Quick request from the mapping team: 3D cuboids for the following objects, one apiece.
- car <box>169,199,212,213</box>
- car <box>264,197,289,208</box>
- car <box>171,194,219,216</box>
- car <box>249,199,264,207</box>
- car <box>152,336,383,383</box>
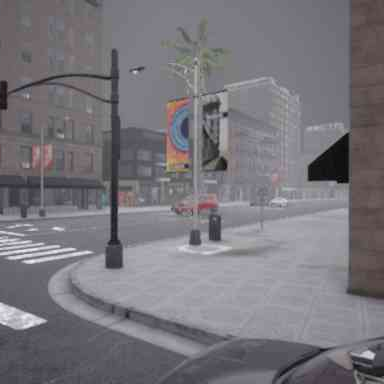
[{"bbox_3d":[-0.066,1.522,37.384,2.033,1.411,5.357,0,0,35],"label":"car"},{"bbox_3d":[13.108,1.561,50.245,1.812,1.442,4.674,0,0,35],"label":"car"},{"bbox_3d":[0.527,1.203,32.588,2.150,2.045,5.566,0,0,35],"label":"car"},{"bbox_3d":[10.756,1.582,52.541,1.837,1.490,4.892,0,0,35],"label":"car"},{"bbox_3d":[1.585,1.552,1.717,4.403,1.369,2.008,0,0,36],"label":"car"}]
